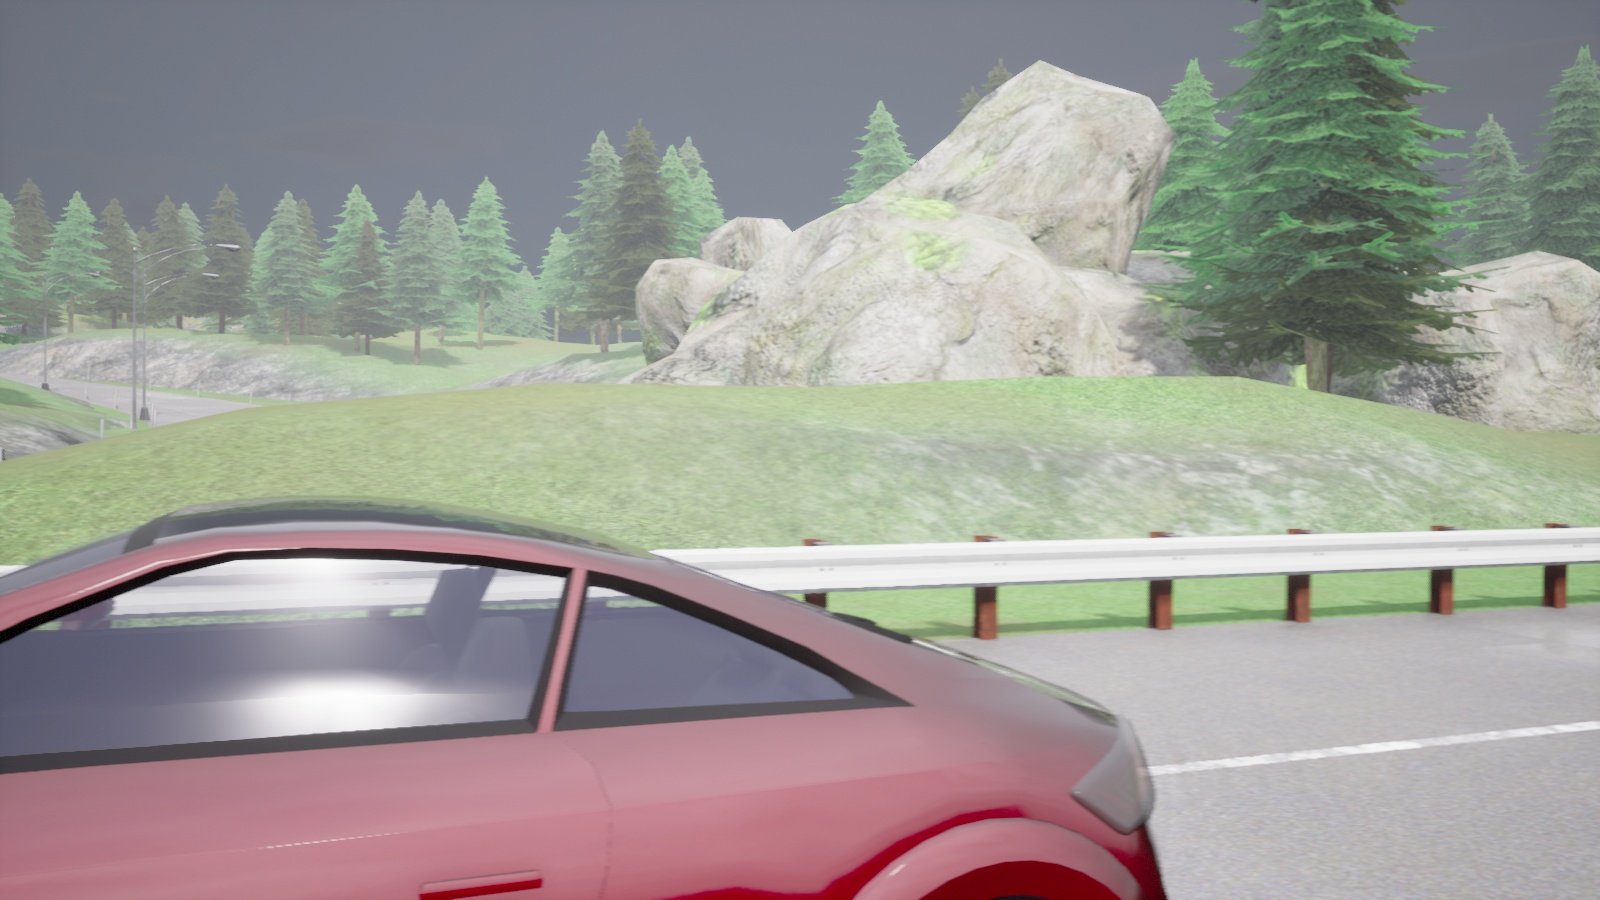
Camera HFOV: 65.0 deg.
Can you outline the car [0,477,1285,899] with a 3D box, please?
[{"bbox_3d":[-1.326,0.832,2.737,4.181,1.385,1.994,-1,1,-21],"label":"car"}]
